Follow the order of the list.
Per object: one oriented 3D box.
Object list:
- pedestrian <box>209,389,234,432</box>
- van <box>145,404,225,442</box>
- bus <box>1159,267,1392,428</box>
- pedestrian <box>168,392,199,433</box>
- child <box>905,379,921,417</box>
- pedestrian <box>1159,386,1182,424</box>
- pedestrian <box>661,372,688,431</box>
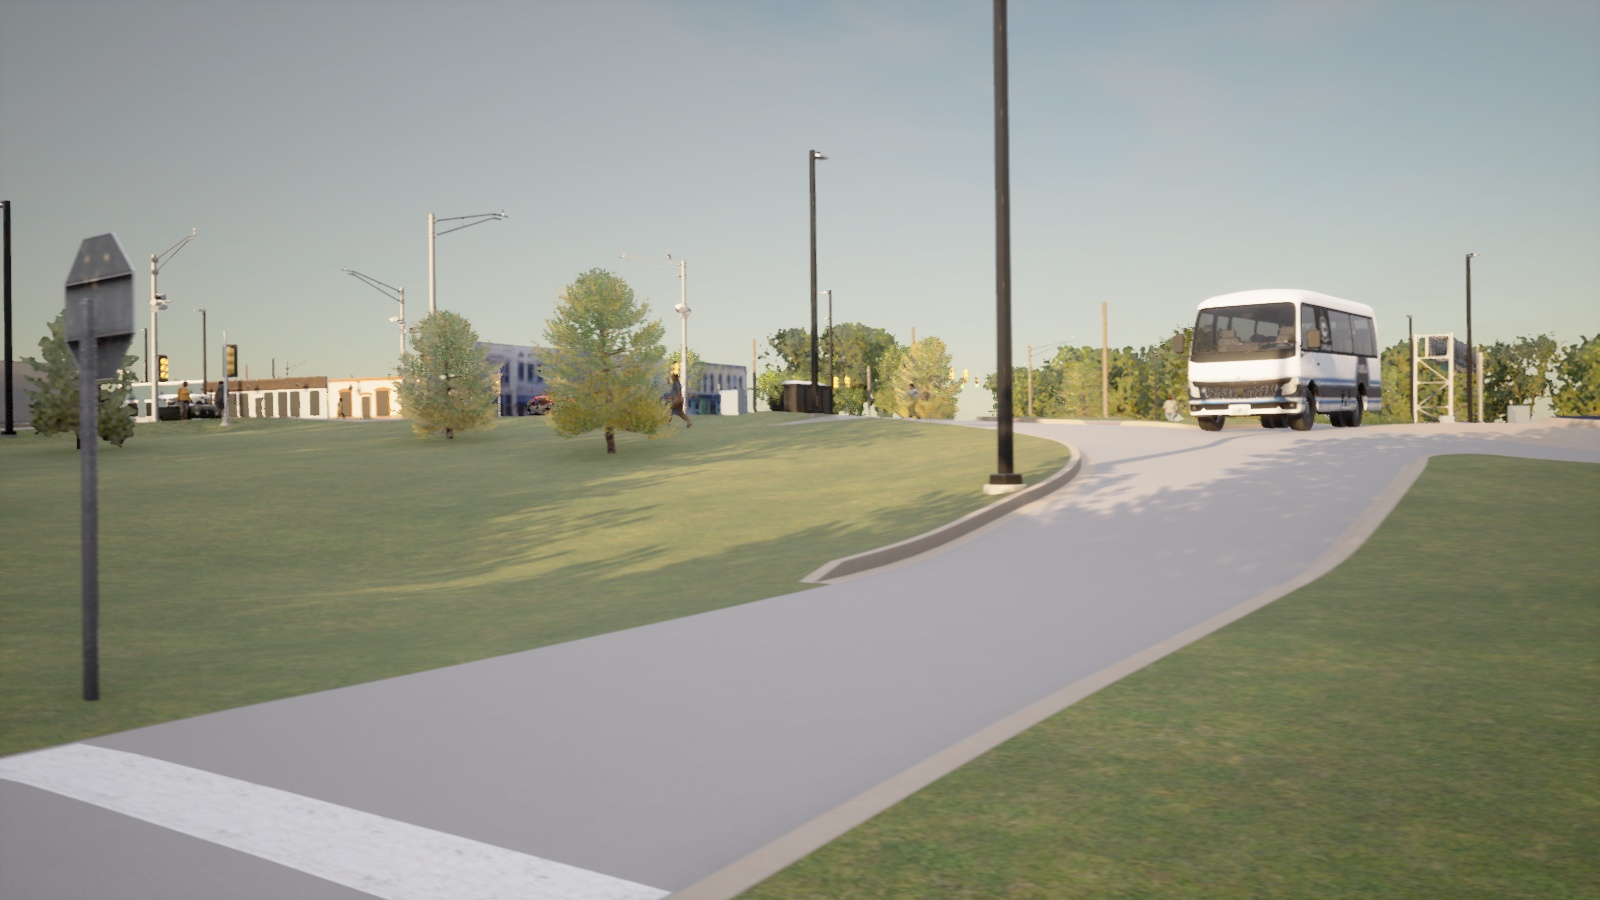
[{"bbox_3d":[-26.697,-1.816,57.956,0.873,1.952,0.659,-2,0,33],"label":"pedestrian"},{"bbox_3d":[-35.668,-1.563,72.825,4.480,2.038,2.069,-2,0,33],"label":"van"},{"bbox_3d":[15.247,-3.040,39.518,3.944,4.253,10.273,-1,2,38],"label":"bus"},{"bbox_3d":[-28.616,-1.736,58.277,0.900,1.855,0.874,-2,0,27],"label":"pedestrian"},{"bbox_3d":[3.847,-1.771,42.682,0.437,1.263,0.270,-2,0,-30],"label":"child"},{"bbox_3d":[18.357,-2.225,62.197,0.874,1.855,0.900,-2,0,25],"label":"pedestrian"},{"bbox_3d":[-3.993,-1.542,40.116,0.694,1.848,0.540,-2,0,8],"label":"pedestrian"}]
